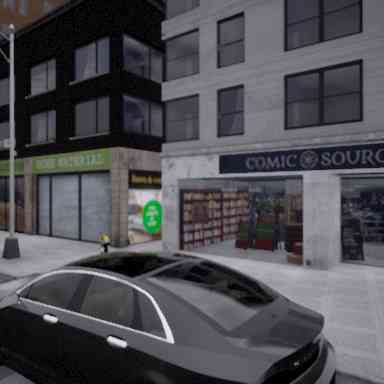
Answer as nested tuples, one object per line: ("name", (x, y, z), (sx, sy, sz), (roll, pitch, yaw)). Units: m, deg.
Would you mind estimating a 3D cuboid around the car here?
("car", (-0.901, 1.503, 4.076), (4.892, 1.490, 1.837), (0, 0, 35))
